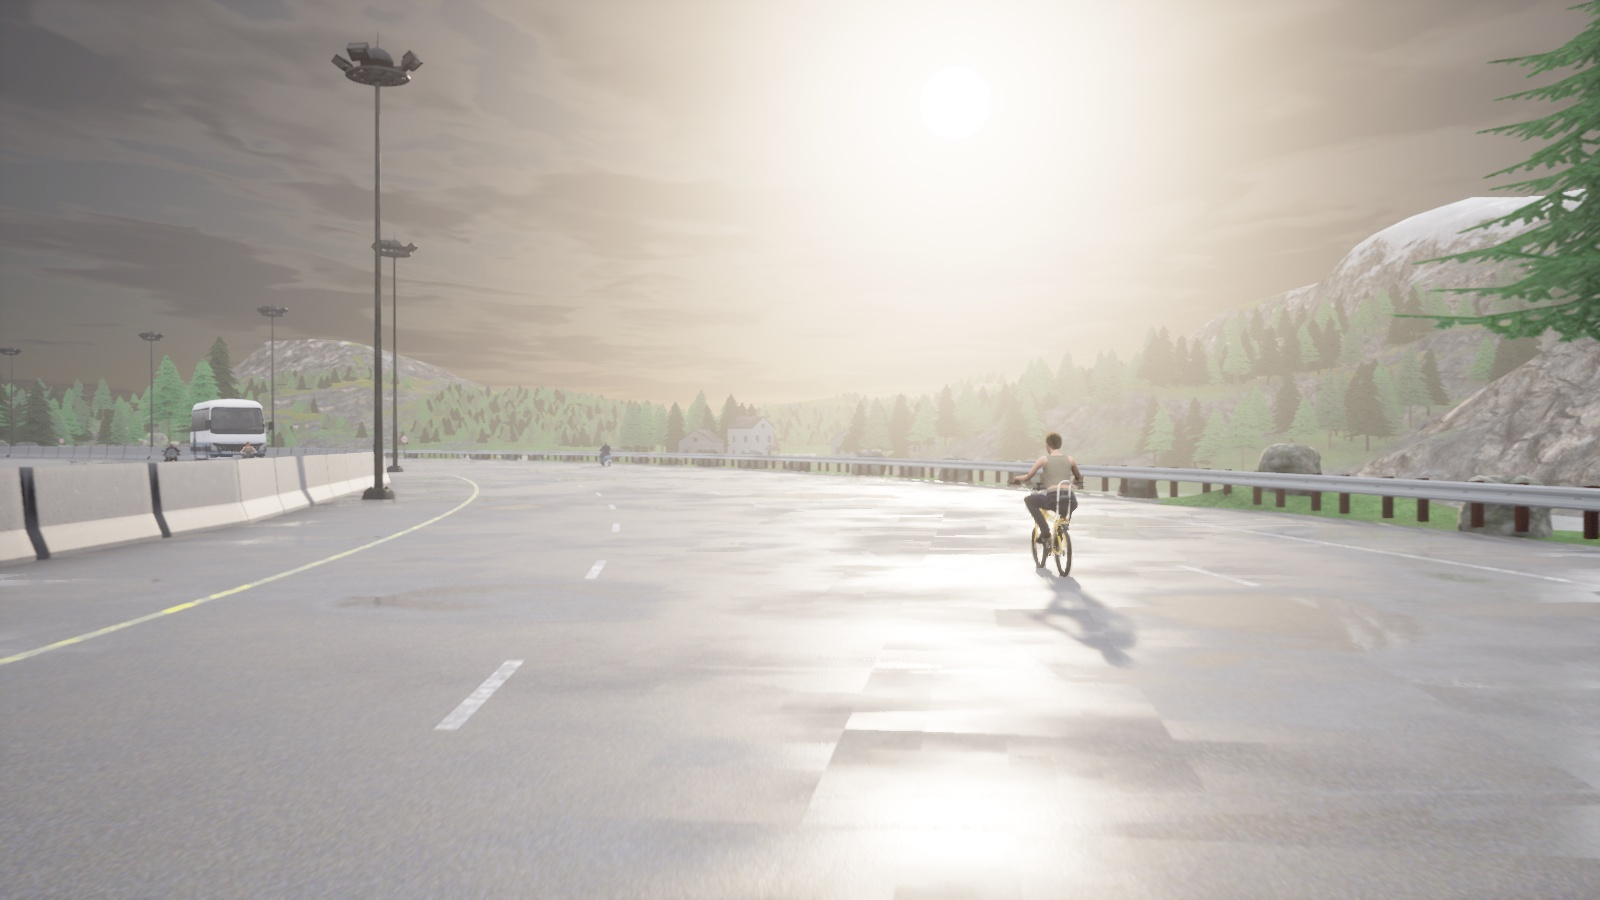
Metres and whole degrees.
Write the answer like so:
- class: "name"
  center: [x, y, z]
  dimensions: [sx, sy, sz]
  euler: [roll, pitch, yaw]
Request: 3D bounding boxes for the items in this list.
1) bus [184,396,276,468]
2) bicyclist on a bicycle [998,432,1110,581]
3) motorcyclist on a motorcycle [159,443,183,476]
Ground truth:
- class: "bus"
  center: [-36.125, -1.102, 79.336]
  dimensions: [3.944, 4.253, 10.273]
  euler: [0, 0, -32]
- class: "bicyclist on a bicycle"
  center: [2.866, 0.604, 14.334]
  dimensions: [0.866, 1.612, 1.509]
  euler: [0, 0, -5]
- class: "motorcyclist on a motorcycle"
  center: [-29.964, 0.423, 59.860]
  dimensions: [0.866, 1.530, 2.191]
  euler: [-1, 1, -24]
